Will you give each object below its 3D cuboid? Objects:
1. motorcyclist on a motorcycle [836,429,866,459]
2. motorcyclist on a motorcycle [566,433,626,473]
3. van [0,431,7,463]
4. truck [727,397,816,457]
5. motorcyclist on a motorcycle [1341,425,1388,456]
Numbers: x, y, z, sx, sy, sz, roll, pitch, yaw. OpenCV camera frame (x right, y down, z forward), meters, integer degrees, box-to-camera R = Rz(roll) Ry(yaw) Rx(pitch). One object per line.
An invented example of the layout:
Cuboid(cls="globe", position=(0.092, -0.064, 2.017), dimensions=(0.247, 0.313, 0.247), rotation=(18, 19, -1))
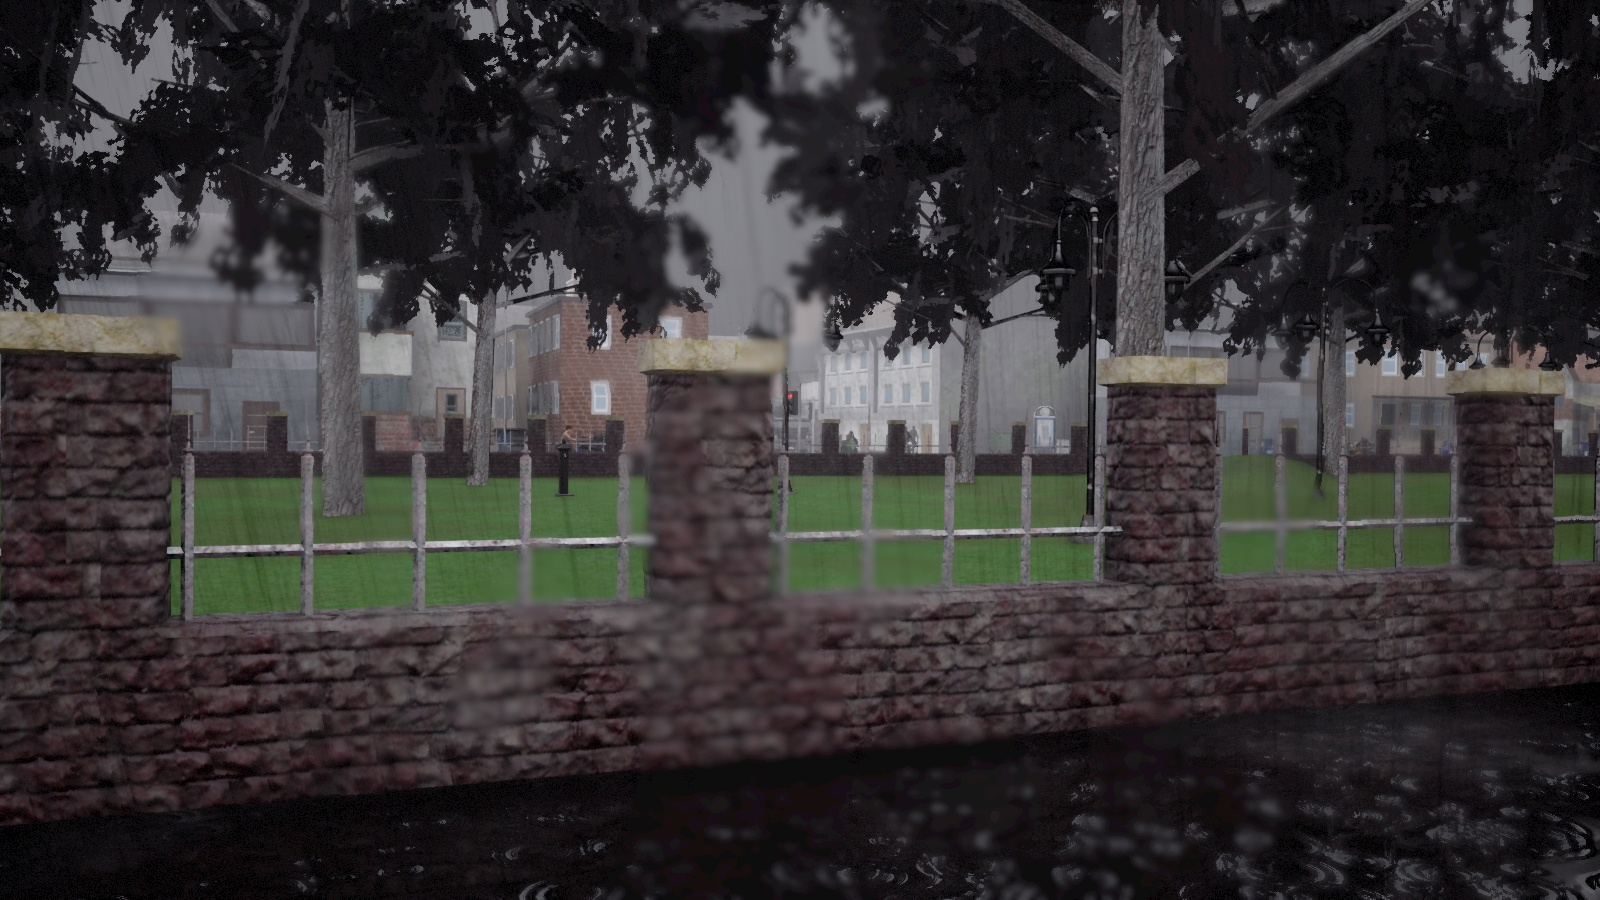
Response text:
Cuboid(cls="motorcyclist on a motorcycle", position=(2.642, -0.315, 65.558), dimensions=(0.797, 1.523, 2.044), rotation=(-1, 1, -21))
Cuboid(cls="motorcyclist on a motorcycle", position=(-8.007, 0.118, 49.268), dimensions=(2.191, 1.530, 0.866), rotation=(-1, 1, -21))
Cuboid(cls="van", position=(-50.693, -0.168, 77.829), dimensions=(1.775, 1.987, 4.442), rotation=(-1, 1, -21))
Cuboid(cls="truck", position=(-1.878, -1.419, 77.186), dimensions=(2.891, 3.462, 7.936), rotation=(-1, 1, -21))
Cuboid(cls="motorcyclist on a motorcycle", position=(28.501, -0.507, 63.443), dimensions=(2.191, 1.530, 0.866), rotation=(-1, 1, -21))
